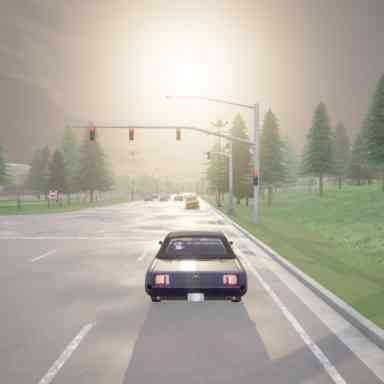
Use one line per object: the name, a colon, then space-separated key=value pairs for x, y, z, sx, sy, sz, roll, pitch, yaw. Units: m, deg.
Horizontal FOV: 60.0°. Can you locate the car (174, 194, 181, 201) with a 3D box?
car: x=-3.356 y=1.541 z=80.901 sx=1.994 sy=1.385 sz=4.181 roll=0 pitch=0 yaw=0

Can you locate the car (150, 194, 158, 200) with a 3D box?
car: x=-10.338 y=1.329 z=90.917 sx=1.837 sy=1.490 sz=4.892 roll=0 pitch=0 yaw=0

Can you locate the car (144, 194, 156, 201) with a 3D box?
car: x=-10.357 y=1.528 z=80.497 sx=2.033 sy=1.411 sz=5.357 roll=0 pitch=0 yaw=0

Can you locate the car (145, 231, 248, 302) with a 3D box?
car: x=0.094 y=1.600 z=8.191 sx=1.895 sy=1.301 sz=4.718 roll=0 pitch=0 yaw=0

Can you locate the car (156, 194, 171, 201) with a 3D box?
car: x=-6.857 y=1.528 z=80.491 sx=2.033 sy=1.411 sz=5.357 roll=0 pitch=0 yaw=0

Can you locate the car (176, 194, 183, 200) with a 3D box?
car: x=-3.338 y=1.353 z=90.904 sx=1.812 sy=1.442 sz=4.674 roll=0 pitch=0 yaw=0

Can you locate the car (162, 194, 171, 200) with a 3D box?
car: x=-6.838 y=1.368 z=90.911 sx=2.033 sy=1.411 sz=5.357 roll=0 pitch=0 yaw=0

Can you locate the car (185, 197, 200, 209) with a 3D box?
car: x=0.079 y=1.584 z=49.856 sx=2.033 sy=1.411 sz=5.357 roll=0 pitch=1 yaw=0

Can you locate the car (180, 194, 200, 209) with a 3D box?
car: x=-0.111 y=1.066 z=46.433 sx=1.882 sy=1.535 sz=5.008 roll=-8 pitch=16 yaw=-2
